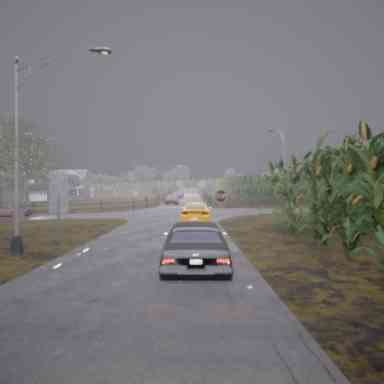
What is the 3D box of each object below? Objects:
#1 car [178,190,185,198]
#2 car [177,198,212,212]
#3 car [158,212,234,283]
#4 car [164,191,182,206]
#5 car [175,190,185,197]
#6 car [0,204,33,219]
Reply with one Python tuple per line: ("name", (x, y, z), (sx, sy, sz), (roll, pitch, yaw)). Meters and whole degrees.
("car", (-2.744, 0.636, 66.018), (1.882, 1.535, 5.008), (0, 1, 0))
("car", (0.310, 1.422, 22.339), (1.882, 1.535, 5.008), (0, 1, 3))
("car", (0.100, 1.570, 9.785), (2.033, 1.411, 5.357), (0, 0, 0))
("car", (-2.852, 1.097, 47.745), (1.882, 1.535, 5.008), (0, 1, 1))
("car", (-2.727, 0.313, 77.878), (2.033, 1.411, 5.357), (0, 2, 0))
("car", (-17.672, 1.896, 32.041), (4.181, 1.385, 1.994), (-1, 1, 0))
